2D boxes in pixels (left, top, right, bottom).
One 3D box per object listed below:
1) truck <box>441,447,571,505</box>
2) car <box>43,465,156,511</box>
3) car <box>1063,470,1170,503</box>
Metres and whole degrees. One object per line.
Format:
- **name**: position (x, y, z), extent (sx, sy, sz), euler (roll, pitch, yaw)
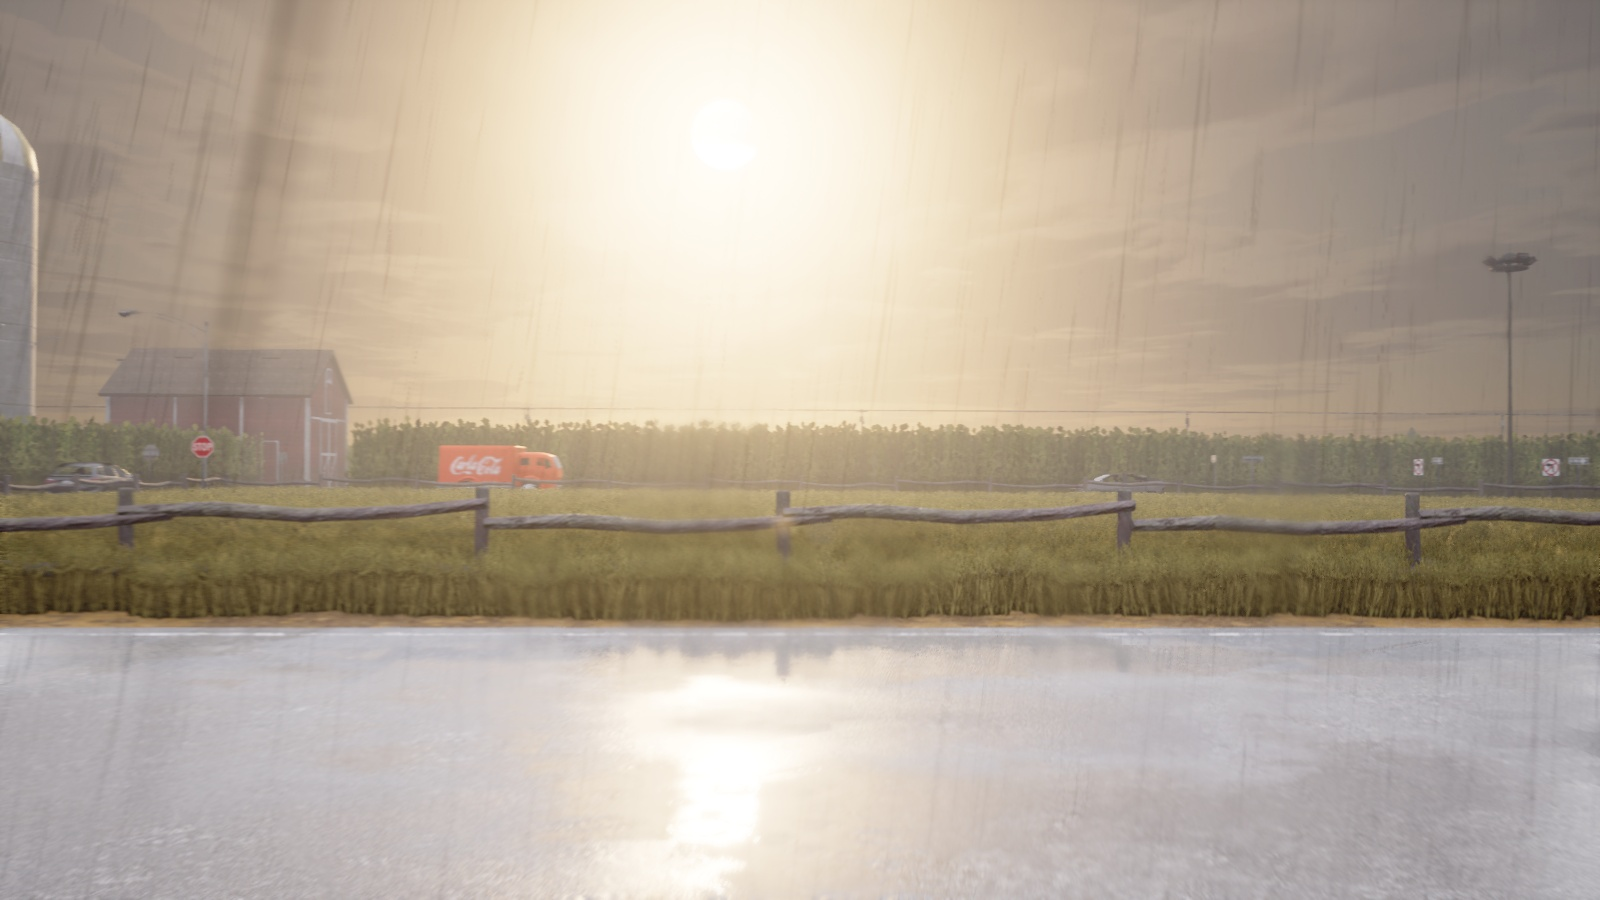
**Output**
- **truck**: position (-13.035, 1.154, 55.975), extent (5.204, 2.467, 2.627), euler (0, -1, 0)
- **car**: position (-27.704, 1.465, 49.862), extent (2.242, 1.667, 4.611), euler (0, 0, -5)
- **car**: position (15.054, 1.710, 59.882), extent (4.514, 1.525, 2.007), euler (0, -1, -5)
